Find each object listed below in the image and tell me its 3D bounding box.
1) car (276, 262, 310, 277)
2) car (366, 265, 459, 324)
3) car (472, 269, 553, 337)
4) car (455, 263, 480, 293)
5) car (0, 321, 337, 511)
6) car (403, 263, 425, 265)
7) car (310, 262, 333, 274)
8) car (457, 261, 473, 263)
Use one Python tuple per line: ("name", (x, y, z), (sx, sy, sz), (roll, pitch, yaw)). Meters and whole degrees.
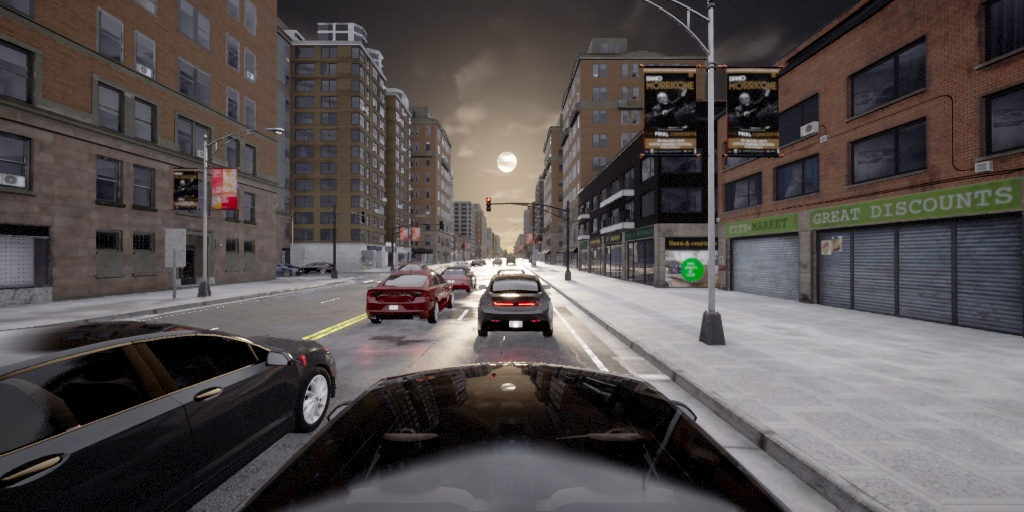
("car", (-22.726, 1.316, 35.224), (4.181, 1.385, 1.994), (0, 0, 0))
("car", (-3.179, 1.229, 12.083), (1.882, 1.535, 5.008), (0, 0, 0))
("car", (0.077, 1.256, 10.329), (1.837, 1.490, 4.892), (0, 0, 0))
("car", (-3.199, 1.317, 20.977), (1.994, 1.385, 4.181), (0, 0, -1))
("car", (-3.152, 1.255, 2.648), (1.837, 1.490, 4.892), (0, 0, 0))
("car", (-6.664, 1.231, 24.020), (1.882, 1.535, 5.008), (0, 0, 0))
("car", (-22.256, 1.347, 40.704), (4.313, 1.339, 1.948), (0, 0, 0))
("car", (-6.726, 1.367, 47.496), (1.895, 1.301, 4.718), (0, 0, 0))
